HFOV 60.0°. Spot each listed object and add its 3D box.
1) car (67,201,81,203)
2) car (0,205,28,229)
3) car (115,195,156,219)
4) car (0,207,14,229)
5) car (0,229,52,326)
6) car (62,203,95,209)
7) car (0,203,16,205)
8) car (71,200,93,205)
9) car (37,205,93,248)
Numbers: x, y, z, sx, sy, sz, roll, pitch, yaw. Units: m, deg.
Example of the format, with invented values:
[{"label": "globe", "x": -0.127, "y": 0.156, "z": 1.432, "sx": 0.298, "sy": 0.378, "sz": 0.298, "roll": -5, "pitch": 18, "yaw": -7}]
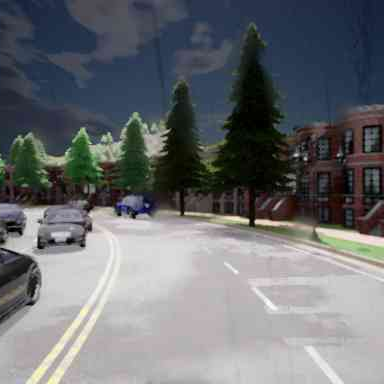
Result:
[{"label": "car", "x": -9.701, "y": 1.636, "z": 24.522, "sx": 1.994, "sy": 1.385, "sz": 4.181, "roll": 0, "pitch": 0, "yaw": -30}, {"label": "car", "x": -10.391, "y": 1.660, "z": 18.718, "sx": 1.895, "sy": 1.301, "sz": 4.718, "roll": 0, "pitch": 0, "yaw": -24}, {"label": "car", "x": -5.287, "y": 1.310, "z": 30.809, "sx": 2.150, "sy": 2.045, "sz": 5.566, "roll": 0, "pitch": 0, "yaw": -33}, {"label": "car", "x": -8.779, "y": 1.547, "z": 13.276, "sx": 1.837, "sy": 1.490, "sz": 4.892, "roll": 0, "pitch": 0, "yaw": -17}, {"label": "car", "x": -3.986, "y": 1.580, "z": 5.257, "sx": 1.994, "sy": 1.385, "sz": 4.181, "roll": 0, "pitch": 0, "yaw": -5}, {"label": "car", "x": -7.198, "y": 1.628, "z": 20.153, "sx": 1.994, "sy": 1.385, "sz": 4.181, "roll": 0, "pitch": 0, "yaw": -24}, {"label": "car", "x": -12.953, "y": 1.547, "z": 23.221, "sx": 1.882, "sy": 1.535, "sz": 5.008, "roll": 0, "pitch": 0, "yaw": -31}, {"label": "car", "x": -14.159, "y": 1.666, "z": 40.879, "sx": 5.357, "sy": 1.411, "sz": 2.033, "roll": 0, "pitch": 0, "yaw": 40}, {"label": "car", "x": -5.650, "y": 1.536, "z": 14.851, "sx": 2.128, "sy": 1.511, "sz": 4.902, "roll": 0, "pitch": 0, "yaw": -17}]
